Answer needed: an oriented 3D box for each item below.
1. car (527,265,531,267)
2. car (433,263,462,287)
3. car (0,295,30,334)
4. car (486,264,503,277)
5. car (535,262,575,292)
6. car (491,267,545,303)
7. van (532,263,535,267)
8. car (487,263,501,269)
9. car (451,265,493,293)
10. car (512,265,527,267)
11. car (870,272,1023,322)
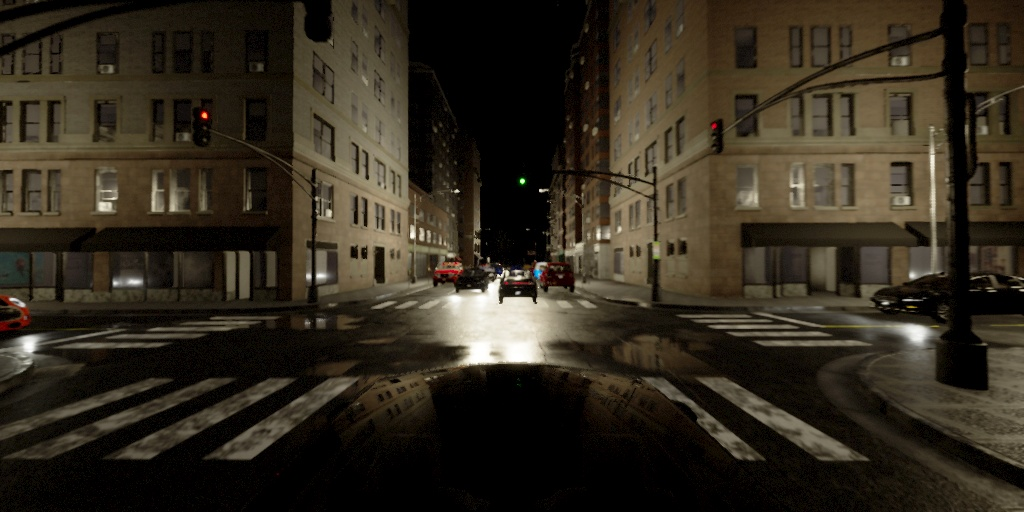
[{"bbox_3d":[3.124,1.614,40.521,2.192,1.841,5.009,0,0,1],"label":"car"},{"bbox_3d":[-5.100,1.487,29.601,2.192,1.841,5.009,0,0,1],"label":"car"},{"bbox_3d":[-15.875,1.317,9.385,4.553,1.767,2.097,0,-1,1],"label":"car"},{"bbox_3d":[-2.303,1.909,48.273,1.882,1.535,5.008,0,-1,1],"label":"car"},{"bbox_3d":[2.959,1.377,24.012,2.192,1.841,5.009,0,0,1],"label":"car"},{"bbox_3d":[0.292,1.480,18.350,2.128,1.511,4.902,0,-1,1],"label":"car"},{"bbox_3d":[3.069,1.561,35.018,1.690,1.789,3.998,0,0,1],"label":"van"},{"bbox_3d":[-2.470,1.727,34.635,2.128,1.511,4.902,0,-1,1],"label":"car"},{"bbox_3d":[-2.586,1.564,24.269,1.882,1.535,5.008,0,-1,1],"label":"car"},{"bbox_3d":[0.560,1.870,42.964,1.812,1.442,4.674,0,-1,1],"label":"car"},{"bbox_3d":[14.871,1.304,11.926,4.892,1.490,1.837,0,-1,1],"label":"car"}]
